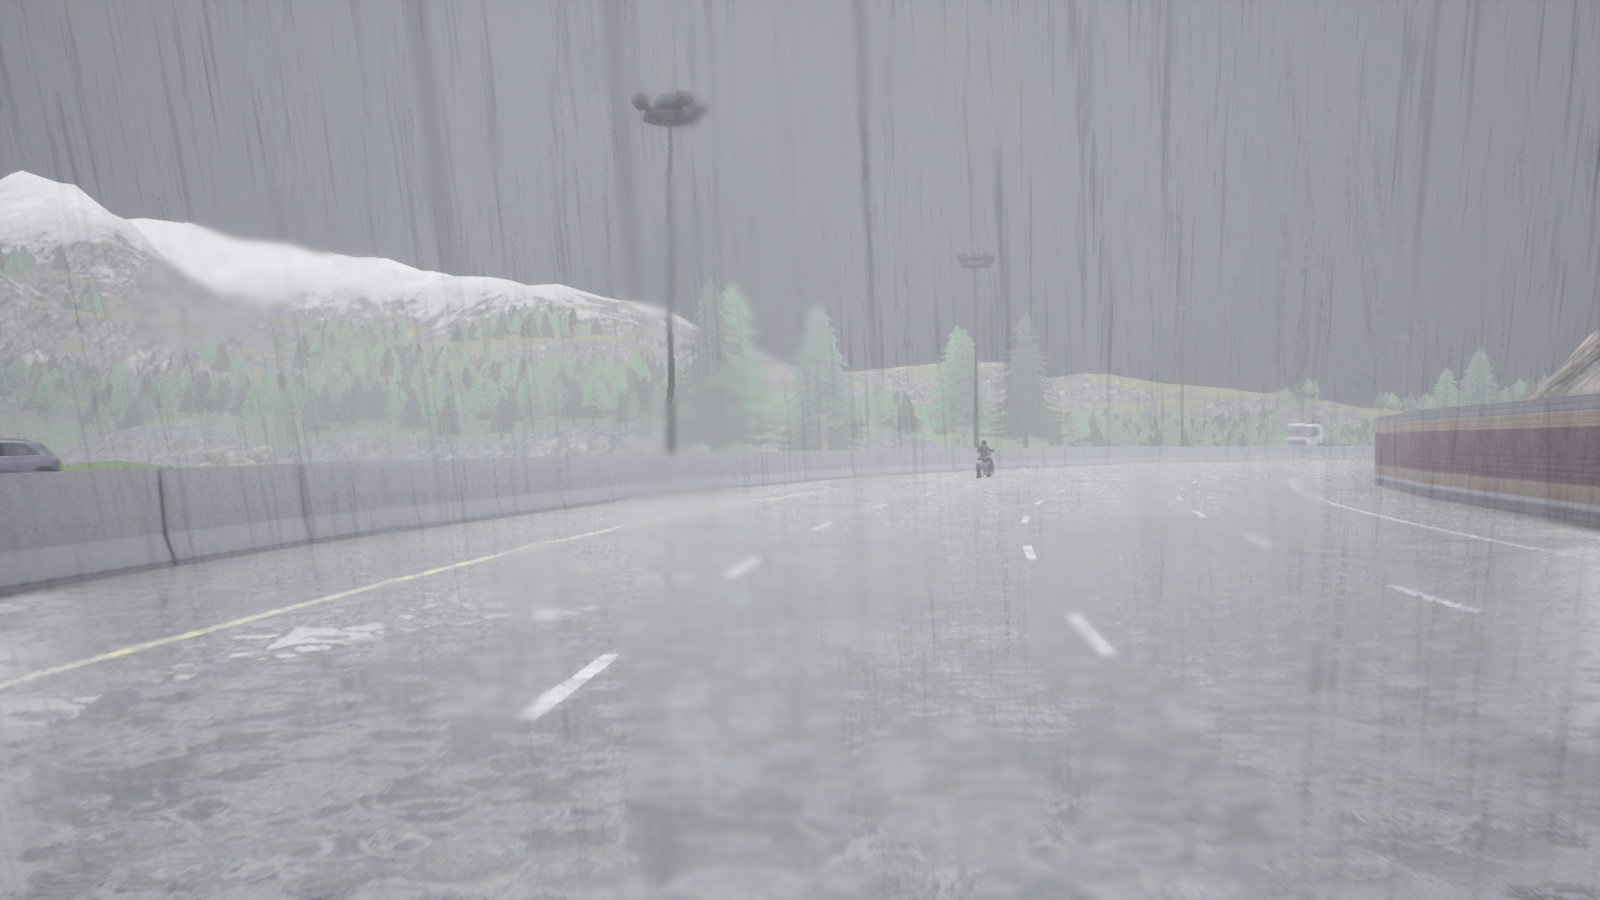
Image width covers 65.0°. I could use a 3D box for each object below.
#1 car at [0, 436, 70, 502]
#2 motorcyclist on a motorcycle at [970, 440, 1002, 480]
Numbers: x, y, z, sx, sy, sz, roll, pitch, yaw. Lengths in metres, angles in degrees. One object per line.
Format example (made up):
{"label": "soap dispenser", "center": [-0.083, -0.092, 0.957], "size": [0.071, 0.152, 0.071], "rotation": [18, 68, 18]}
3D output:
{"label": "car", "center": [-20.974, 0.481, 31.314], "size": [2.033, 1.649, 4.856], "rotation": [0, 0, 12]}
{"label": "motorcyclist on a motorcycle", "center": [7.934, 0.403, 53.439], "size": [0.766, 1.649, 2.350], "rotation": [1, 0, 23]}
